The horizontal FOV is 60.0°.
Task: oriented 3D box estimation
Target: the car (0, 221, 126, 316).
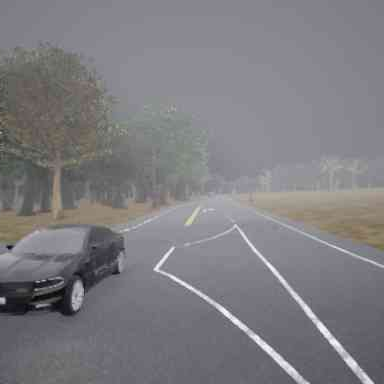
[{"bbox_3d":[-2.961,1.507,7.818,1.882,1.535,5.008,0,-1,3],"label":"car"}]
